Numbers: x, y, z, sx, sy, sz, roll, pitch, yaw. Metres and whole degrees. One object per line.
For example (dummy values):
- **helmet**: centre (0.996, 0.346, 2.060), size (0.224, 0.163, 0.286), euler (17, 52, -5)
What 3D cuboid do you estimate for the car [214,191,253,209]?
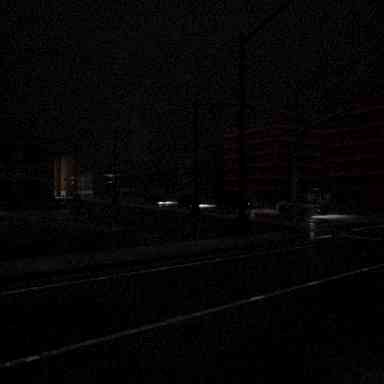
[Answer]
- **car**: centre (4.972, 0.950, 40.670), size (2.150, 2.045, 5.566), euler (0, 1, -35)

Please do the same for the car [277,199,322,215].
- **car**: centre (10.446, 1.393, 32.665), size (1.812, 1.442, 4.674), euler (0, 1, -34)

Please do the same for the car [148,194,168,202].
- **car**: centre (-5.832, 0.956, 56.465), size (1.994, 1.385, 4.181), euler (0, 1, -34)

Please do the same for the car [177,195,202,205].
- **car**: centre (-0.379, 1.126, 48.481), size (1.994, 1.385, 4.181), euler (0, 1, -34)
